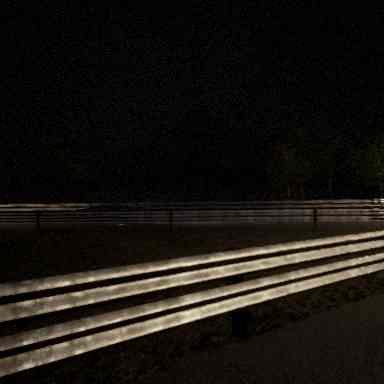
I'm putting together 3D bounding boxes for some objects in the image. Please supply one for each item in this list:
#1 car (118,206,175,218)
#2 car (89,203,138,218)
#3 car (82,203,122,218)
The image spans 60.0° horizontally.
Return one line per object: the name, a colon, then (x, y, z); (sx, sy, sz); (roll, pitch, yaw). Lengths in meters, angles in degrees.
car: (-3.882, 2.074, 29.977); (4.718, 1.301, 1.895); (-1, 0, 6)
car: (-8.823, 2.025, 37.503); (4.902, 1.511, 2.128); (-1, 0, 6)
car: (-8.995, 2.082, 34.001); (4.674, 1.442, 1.812); (-1, 0, 6)
